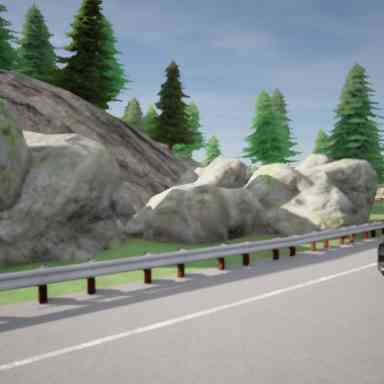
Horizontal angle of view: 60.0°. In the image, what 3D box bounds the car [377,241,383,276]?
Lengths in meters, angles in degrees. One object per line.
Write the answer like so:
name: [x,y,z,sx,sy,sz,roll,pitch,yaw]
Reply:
car: [6.797,1.511,8.986,4.892,1.490,1.837,0,0,-38]
